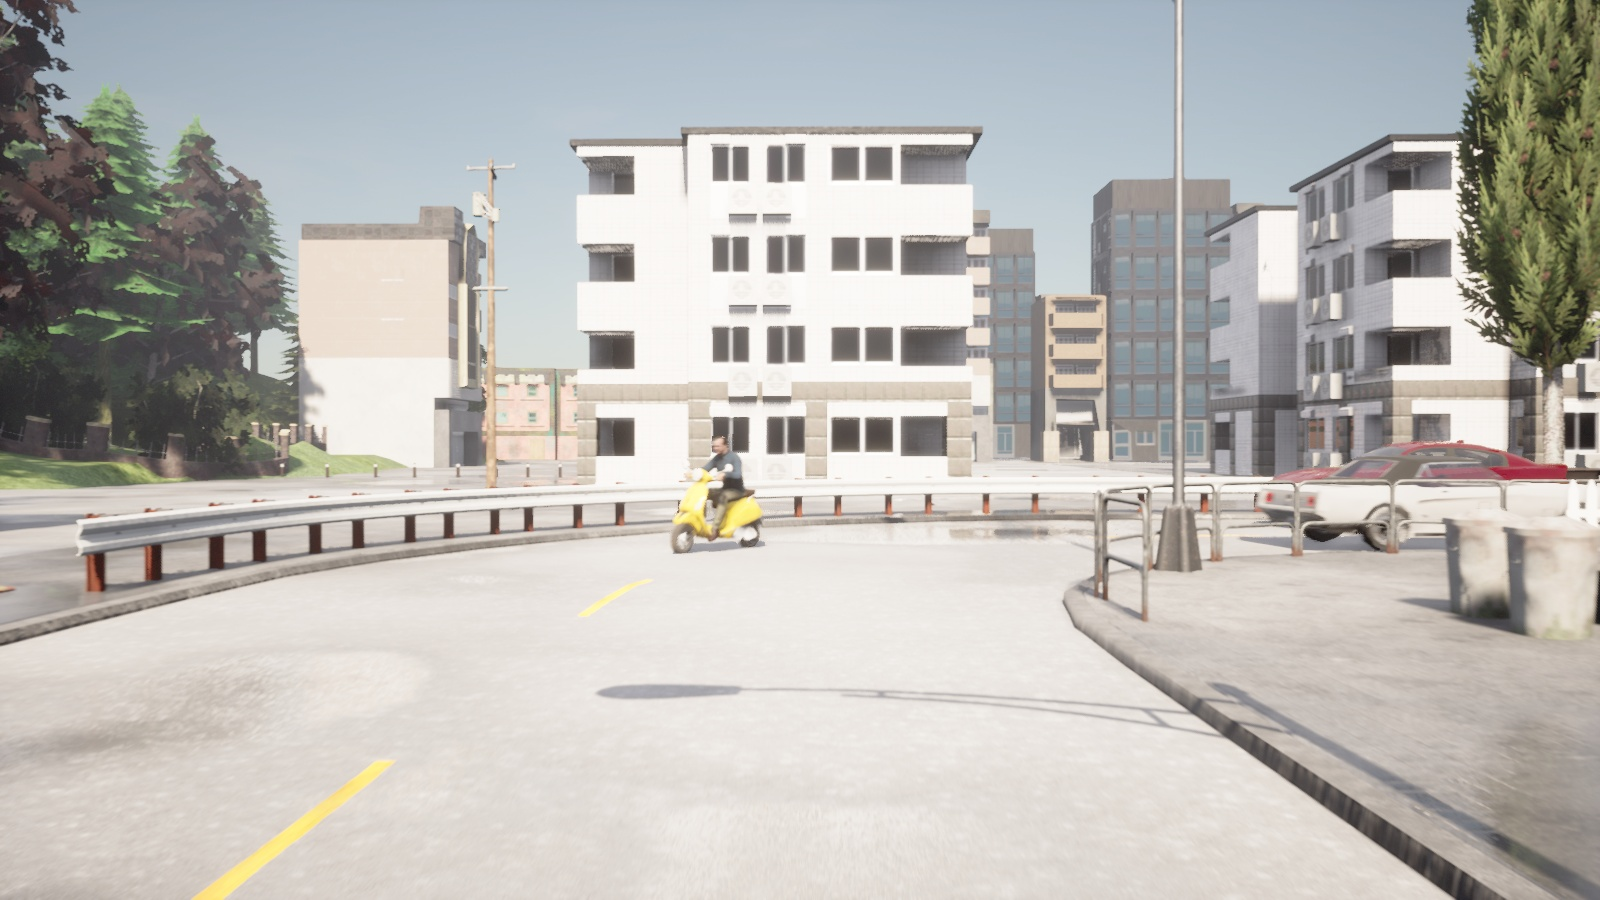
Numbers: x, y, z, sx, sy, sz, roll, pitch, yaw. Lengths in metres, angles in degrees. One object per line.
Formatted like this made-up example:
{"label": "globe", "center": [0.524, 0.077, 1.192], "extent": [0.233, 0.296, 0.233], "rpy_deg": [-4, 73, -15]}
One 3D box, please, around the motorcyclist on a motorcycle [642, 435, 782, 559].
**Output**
{"label": "motorcyclist on a motorcycle", "center": [-1.187, 0.604, 17.222], "extent": [0.866, 1.590, 1.817], "rpy_deg": [2, 2, 40]}

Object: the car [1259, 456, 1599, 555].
{"label": "car", "center": [9.316, 0.753, 18.094], "extent": [4.718, 1.301, 1.895], "rpy_deg": [0, 0, -6]}

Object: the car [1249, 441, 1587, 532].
{"label": "car", "center": [10.739, 0.608, 22.072], "extent": [5.008, 1.535, 1.882], "rpy_deg": [0, 0, 0]}
